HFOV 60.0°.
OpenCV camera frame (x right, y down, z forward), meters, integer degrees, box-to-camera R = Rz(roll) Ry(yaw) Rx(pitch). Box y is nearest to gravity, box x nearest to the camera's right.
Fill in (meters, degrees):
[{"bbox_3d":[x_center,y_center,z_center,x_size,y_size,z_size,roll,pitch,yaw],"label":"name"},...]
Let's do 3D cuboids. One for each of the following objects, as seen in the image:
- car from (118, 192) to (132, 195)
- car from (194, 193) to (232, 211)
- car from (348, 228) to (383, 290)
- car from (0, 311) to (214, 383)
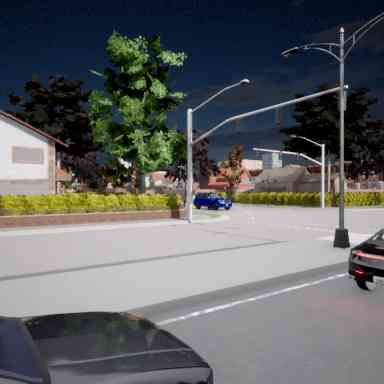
[{"bbox_3d":[-12.004,1.064,60.459,2.150,2.045,5.566,0,1,-35],"label":"car"},{"bbox_3d":[2.434,1.120,40.407,2.150,2.045,5.566,0,0,-36],"label":"car"},{"bbox_3d":[5.592,1.474,7.733,4.902,1.511,2.128,0,0,-35],"label":"car"},{"bbox_3d":[-2.342,1.543,2.073,5.357,1.411,2.033,0,0,-36],"label":"car"}]
